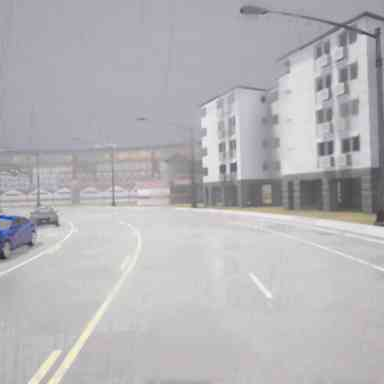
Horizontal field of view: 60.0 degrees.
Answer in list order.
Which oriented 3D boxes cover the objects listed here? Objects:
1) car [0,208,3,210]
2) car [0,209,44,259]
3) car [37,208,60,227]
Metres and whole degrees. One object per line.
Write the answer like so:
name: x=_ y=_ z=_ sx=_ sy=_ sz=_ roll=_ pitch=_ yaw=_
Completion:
car: x=-14.327 y=1.942 z=23.770 sx=1.837 sy=1.490 sz=4.892 roll=-2 pitch=0 yaw=-24
car: x=-7.920 y=1.719 z=13.640 sx=1.882 sy=1.535 sz=5.008 roll=-2 pitch=0 yaw=-9
car: x=-11.151 y=1.896 z=25.185 sx=1.994 sy=1.385 sz=4.181 roll=-2 pitch=0 yaw=-23
